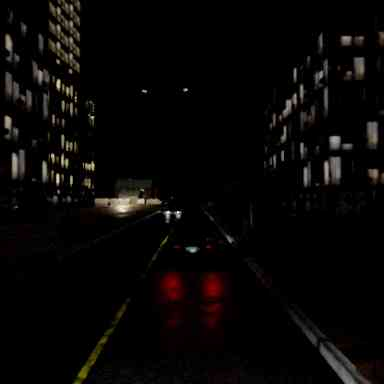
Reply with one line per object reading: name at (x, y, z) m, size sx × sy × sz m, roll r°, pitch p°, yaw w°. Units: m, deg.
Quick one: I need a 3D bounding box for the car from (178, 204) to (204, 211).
car at (0.042, 1.849, 28.561) m, size 1.882 × 1.535 × 5.008 m, roll 0°, pitch 0°, yaw 0°

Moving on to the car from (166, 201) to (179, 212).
car at (-2.846, 2.180, 50.795) m, size 1.837 × 1.490 × 4.892 m, roll 0°, pitch 0°, yaw 0°

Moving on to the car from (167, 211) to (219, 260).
car at (0.045, 1.693, 12.995) m, size 1.812 × 1.442 × 4.674 m, roll 0°, pitch 0°, yaw 1°
